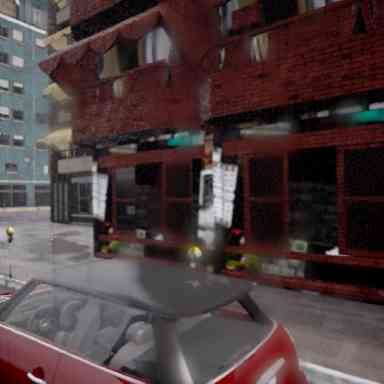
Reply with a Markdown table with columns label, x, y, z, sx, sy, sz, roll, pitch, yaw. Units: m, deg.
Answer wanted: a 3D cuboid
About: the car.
| label | x | y | z | sx | sy | sz | roll | pitch | yaw |
| --- | --- | --- | --- | --- | --- | --- | --- | --- | --- |
| car | -1.042 | 1.456 | 3.476 | 4.097 | 1.590 | 1.967 | 0 | -1 | 36 |
